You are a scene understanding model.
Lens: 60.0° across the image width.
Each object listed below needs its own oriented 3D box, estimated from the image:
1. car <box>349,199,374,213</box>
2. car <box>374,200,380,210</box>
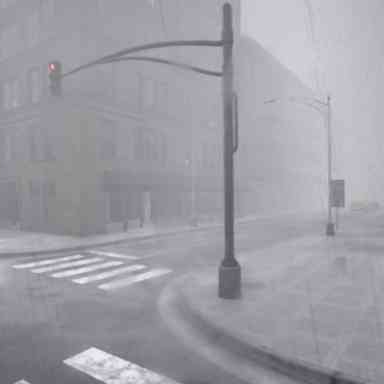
[{"bbox_3d":[21.446,1.833,42.445,1.882,1.535,5.008,-1,-1,36],"label":"car"},{"bbox_3d":[27.378,1.885,50.797,1.882,1.535,5.008,-1,-1,35],"label":"car"}]
